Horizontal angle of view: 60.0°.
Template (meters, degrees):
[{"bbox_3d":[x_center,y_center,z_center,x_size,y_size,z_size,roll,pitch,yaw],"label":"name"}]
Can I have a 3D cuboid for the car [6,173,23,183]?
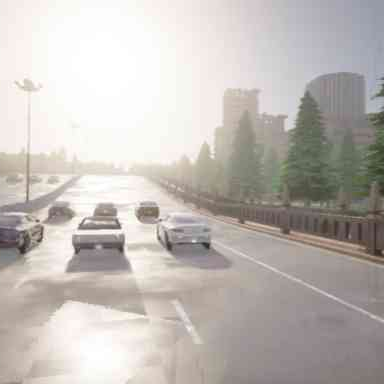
[{"bbox_3d":[-34.013,-2.806,63.863,2.097,1.767,4.553,1,6,-14],"label":"car"}]

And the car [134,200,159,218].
[{"bbox_3d":[-4.045,1.419,29.623,1.882,1.535,5.008,1,2,-14],"label":"car"}]

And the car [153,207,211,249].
[{"bbox_3d":[-0.458,1.631,14.968,1.812,1.442,4.674,1,0,-13],"label":"car"}]

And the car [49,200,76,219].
[{"bbox_3d":[-10.822,1.370,27.869,1.812,1.442,4.674,1,2,-14],"label":"car"}]

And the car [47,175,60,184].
[{"bbox_3d":[-27.216,-2.533,65.520,2.128,1.511,4.902,1,6,-14],"label":"car"}]

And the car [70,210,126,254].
[{"bbox_3d":[-3.795,1.654,13.863,1.895,1.301,4.718,1,0,-13],"label":"car"}]

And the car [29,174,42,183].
[{"bbox_3d":[-30.613,-2.631,64.681,1.882,1.535,5.008,1,6,-14],"label":"car"}]

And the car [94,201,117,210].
[{"bbox_3d":[-7.408,1.462,28.625,1.994,1.385,4.181,1,2,-14],"label":"car"}]

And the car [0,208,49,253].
[{"bbox_3d":[-7.262,1.530,13.326,1.812,1.442,4.674,1,0,-13],"label":"car"}]
